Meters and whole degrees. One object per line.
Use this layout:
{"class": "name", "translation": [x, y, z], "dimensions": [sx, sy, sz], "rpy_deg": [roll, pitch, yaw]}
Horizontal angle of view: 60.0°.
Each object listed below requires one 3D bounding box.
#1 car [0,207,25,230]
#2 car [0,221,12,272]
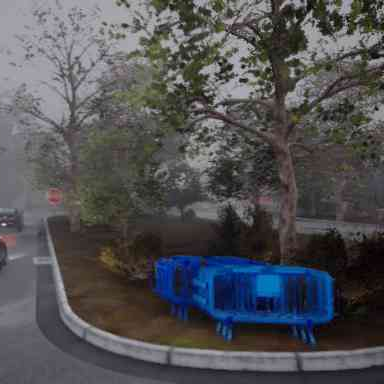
{"class": "car", "translation": [-12.922, 1.849, 23.287], "dimensions": [1.837, 1.490, 4.892], "rpy_deg": [-1, 0, -25]}
{"class": "car", "translation": [-6.977, 1.916, 10.273], "dimensions": [1.994, 1.385, 4.181], "rpy_deg": [-1, 0, -24]}
